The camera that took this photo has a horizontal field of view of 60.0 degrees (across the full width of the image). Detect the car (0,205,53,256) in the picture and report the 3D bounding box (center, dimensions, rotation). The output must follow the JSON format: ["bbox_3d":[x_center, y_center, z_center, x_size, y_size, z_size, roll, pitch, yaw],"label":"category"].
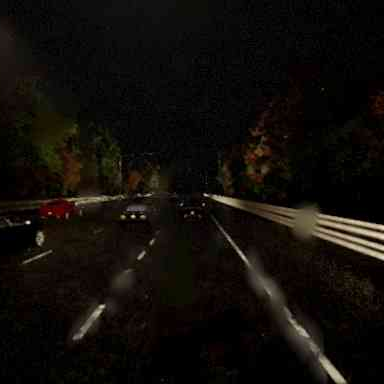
[{"bbox_3d":[-6.904,1.440,11.467,1.882,1.535,5.008,0,0,0],"label":"car"}]

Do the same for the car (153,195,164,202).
[{"bbox_3d":[-6.960,1.284,68.416,1.882,1.535,5.008,0,0,0],"label":"car"}]

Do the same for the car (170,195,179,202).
[{"bbox_3d":[-3.476,1.371,67.957,1.994,1.385,4.181,0,0,0],"label":"car"}]

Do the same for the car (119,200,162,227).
[{"bbox_3d":[-3.470,1.480,22.188,2.033,1.411,5.357,0,0,1],"label":"car"}]

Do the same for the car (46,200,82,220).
[{"bbox_3d":[-10.439,1.395,26.917,1.882,1.535,5.008,0,0,0],"label":"car"}]

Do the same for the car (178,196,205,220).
[{"bbox_3d":[0.065,1.395,27.525,1.882,1.535,5.008,0,0,0],"label":"car"}]

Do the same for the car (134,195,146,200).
[{"bbox_3d":[-10.475,1.300,67.212,2.128,1.511,4.902,0,0,0],"label":"car"}]
